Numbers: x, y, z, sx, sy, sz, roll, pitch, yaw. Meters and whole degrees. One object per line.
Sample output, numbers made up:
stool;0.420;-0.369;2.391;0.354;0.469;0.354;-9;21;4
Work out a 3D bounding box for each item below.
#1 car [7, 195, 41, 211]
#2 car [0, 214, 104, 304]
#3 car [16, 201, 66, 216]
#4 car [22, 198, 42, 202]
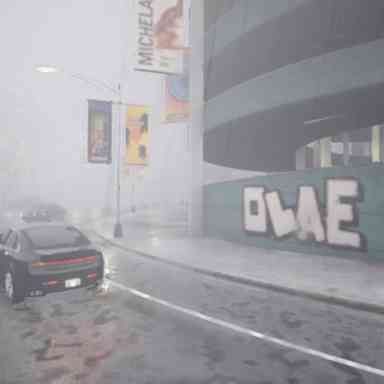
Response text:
car;-21.862;1.384;43.821;2.150;2.045;5.566;0;-1;2
car;-3.907;1.540;8.405;1.837;1.490;4.892;0;0;-40
car;-11.431;1.654;26.090;2.033;1.411;5.357;0;0;-6
car;-15.000;1.687;34.329;2.033;1.411;5.357;0;0;1
